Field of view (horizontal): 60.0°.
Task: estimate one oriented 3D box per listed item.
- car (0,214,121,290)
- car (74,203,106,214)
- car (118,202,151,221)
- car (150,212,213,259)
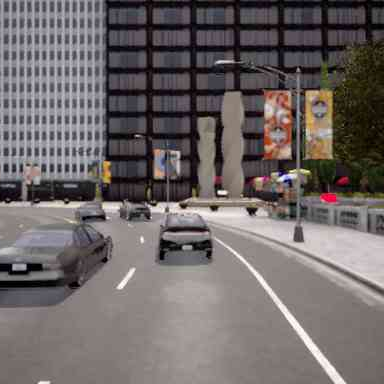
[{"bbox_3d":[-3.579,1.579,9.258,2.033,1.411,5.357,0,0,-2],"label":"car"},{"bbox_3d":[-8.667,1.656,28.131,1.994,1.385,4.181,0,0,-28],"label":"car"},{"bbox_3d":[-5.039,1.599,28.745,1.837,1.490,4.892,1,0,-27],"label":"car"},{"bbox_3d":[-0.364,1.532,12.815,2.128,1.511,4.902,0,0,-5],"label":"car"}]
